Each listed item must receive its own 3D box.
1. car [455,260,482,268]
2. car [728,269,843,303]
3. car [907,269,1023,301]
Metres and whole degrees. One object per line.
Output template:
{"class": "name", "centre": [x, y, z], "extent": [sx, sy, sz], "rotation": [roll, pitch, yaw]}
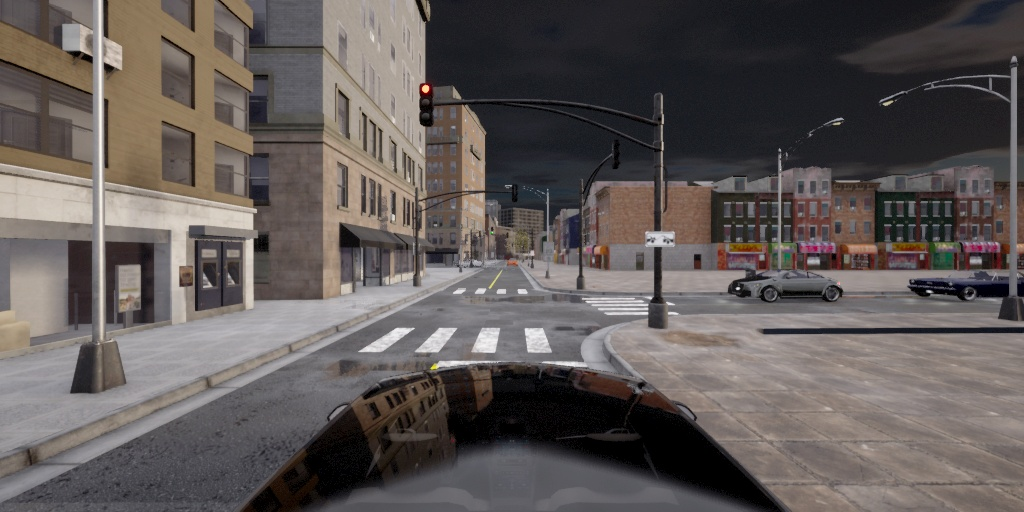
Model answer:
{"class": "car", "centre": [-7.548, 1.325, 62.230], "extent": [4.674, 1.442, 1.812], "rotation": [0, -1, 16]}
{"class": "car", "centre": [12.041, 1.261, 15.962], "extent": [4.181, 1.385, 1.994], "rotation": [0, 0, 0]}
{"class": "car", "centre": [20.827, 1.266, 16.009], "extent": [4.718, 1.301, 1.895], "rotation": [0, 0, 0]}
